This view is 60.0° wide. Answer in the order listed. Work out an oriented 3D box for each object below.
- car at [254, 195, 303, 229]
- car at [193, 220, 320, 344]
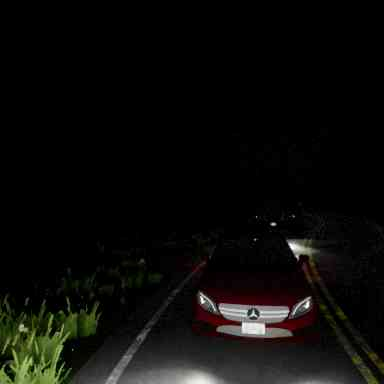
[{"bbox_3d":[4.998,1.214,18.833,2.150,2.045,5.566,-2,-1,22],"label":"car"},{"bbox_3d":[1.229,1.534,6.661,1.812,1.442,4.674,-1,0,11],"label":"car"}]
